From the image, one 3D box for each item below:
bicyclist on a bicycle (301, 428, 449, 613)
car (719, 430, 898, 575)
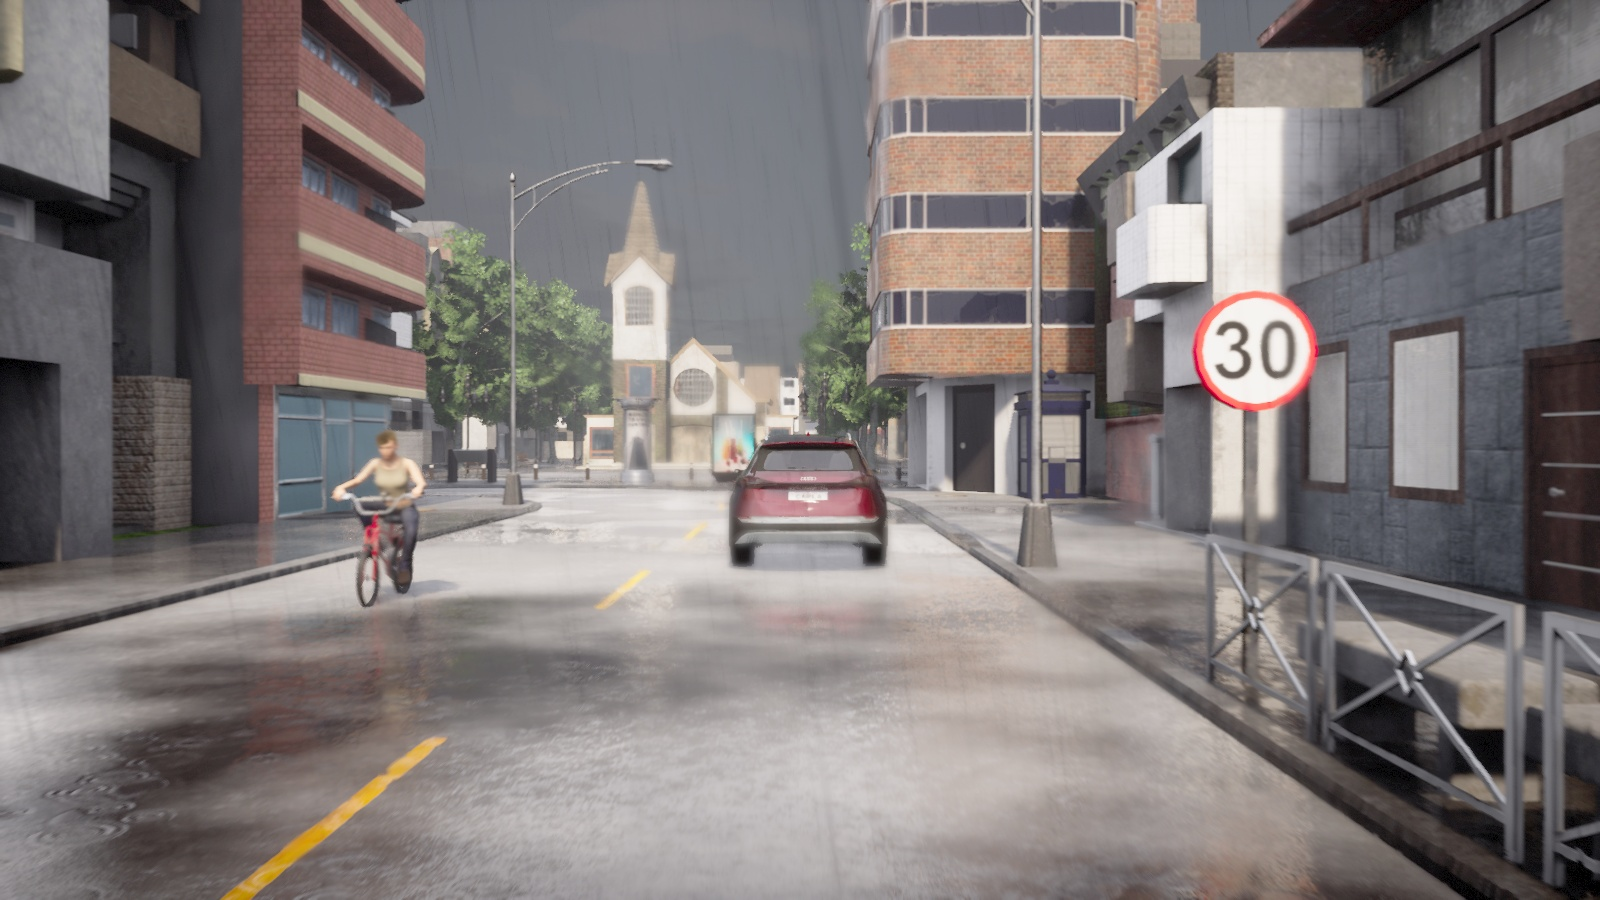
[{"bbox_3d":[-3.920,0.614,11.723,0.866,1.612,1.509,0,0,0],"label":"bicyclist on a bicycle"},{"bbox_3d":[0.108,0.582,16.711,2.033,1.649,4.856,0,0,0],"label":"car"}]
